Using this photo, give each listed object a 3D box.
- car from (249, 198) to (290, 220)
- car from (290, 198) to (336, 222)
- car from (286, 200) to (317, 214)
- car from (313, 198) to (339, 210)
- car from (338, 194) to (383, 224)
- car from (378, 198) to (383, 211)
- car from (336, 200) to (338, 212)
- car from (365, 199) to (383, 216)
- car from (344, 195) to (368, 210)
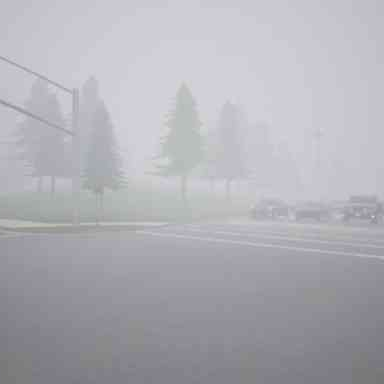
[{"bbox_3d":[6.621,1.331,28.264,2.097,1.767,4.553,0,0,35],"label":"car"},{"bbox_3d":[9.822,1.464,26.733,1.882,1.535,5.008,0,0,35],"label":"car"},{"bbox_3d":[11.792,1.580,35.622,1.895,1.301,4.718,0,0,35],"label":"car"},{"bbox_3d":[17.948,1.527,44.362,2.033,1.411,5.357,0,0,35],"label":"car"},{"bbox_3d":[12.916,1.214,25.049,2.150,2.045,5.566,0,0,35],"label":"car"},{"bbox_3d":[24.736,1.497,41.831,1.837,1.490,4.892,0,0,35],"label":"car"},{"bbox_3d":[15.468,1.533,34.767,2.033,1.411,5.357,0,0,35],"label":"car"},{"bbox_3d":[18.790,1.518,33.392,1.812,1.442,4.674,0,0,35],"label":"car"},{"bbox_3d":[21.240,1.338,42.949,2.097,1.767,4.553,0,0,35],"label":"car"}]
